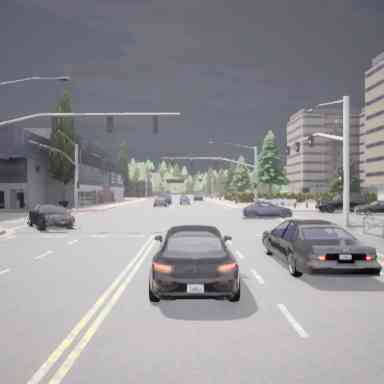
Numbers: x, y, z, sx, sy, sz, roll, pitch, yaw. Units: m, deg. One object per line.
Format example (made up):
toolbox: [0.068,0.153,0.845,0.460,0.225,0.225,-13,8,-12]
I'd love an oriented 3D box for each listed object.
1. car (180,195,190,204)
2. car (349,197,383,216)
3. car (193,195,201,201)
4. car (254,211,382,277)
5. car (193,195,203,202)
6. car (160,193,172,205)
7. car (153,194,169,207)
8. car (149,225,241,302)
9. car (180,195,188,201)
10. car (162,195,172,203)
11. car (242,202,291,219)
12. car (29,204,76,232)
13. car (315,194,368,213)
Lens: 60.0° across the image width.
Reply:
car: [-1.366,1.529,60.861,2.033,1.411,5.357,0,0,-1]
car: [18.222,1.516,32.435,4.674,1.442,1.812,0,0,-2]
car: [1.307,1.474,88.747,1.837,1.490,4.892,0,0,-1]
car: [3.533,1.544,10.177,2.033,1.411,5.357,0,0,0]
car: [1.569,1.455,78.609,1.882,1.535,5.008,0,0,-1]
car: [-5.017,1.204,59.772,2.150,2.045,5.566,0,0,-1]
car: [-4.780,1.511,50.345,1.812,1.442,4.674,0,0,-2]
car: [0.036,1.523,8.120,1.812,1.442,4.674,0,0,-1]
car: [-2.165,1.527,87.591,1.994,1.385,4.181,0,0,-1]
car: [-5.216,1.479,70.132,1.837,1.490,4.892,0,0,-1]
car: [6.356,1.555,28.332,4.181,1.385,1.994,0,0,-3]
car: [-8.639,1.501,20.440,1.837,1.490,4.892,5,-3,-37]
car: [16.286,1.212,35.903,5.566,2.045,2.150,0,0,-2]
